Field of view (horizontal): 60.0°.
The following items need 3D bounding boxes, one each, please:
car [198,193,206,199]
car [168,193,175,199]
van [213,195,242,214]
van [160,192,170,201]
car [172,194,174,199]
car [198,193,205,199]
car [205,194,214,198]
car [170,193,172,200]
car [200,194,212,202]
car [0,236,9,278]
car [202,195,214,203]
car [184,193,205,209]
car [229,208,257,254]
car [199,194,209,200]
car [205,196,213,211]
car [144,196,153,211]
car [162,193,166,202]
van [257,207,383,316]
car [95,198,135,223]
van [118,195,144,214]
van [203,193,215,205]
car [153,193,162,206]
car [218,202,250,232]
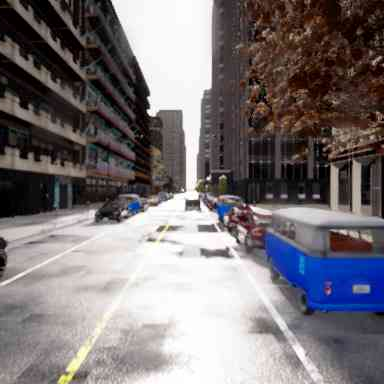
[{"bbox_3d":[2.681,0.974,86.420,1.967,1.590,4.097,0,0,0],"label":"car"},{"bbox_3d":[-5.700,1.041,91.911,1.752,1.417,4.829,0,0,0],"label":"car"},{"bbox_3d":[2.690,1.171,24.121,1.690,1.788,3.998,0,0,0],"label":"van"},{"bbox_3d":[-5.696,0.973,63.764,1.690,1.788,3.998,0,0,0],"label":"van"},{"bbox_3d":[-5.698,1.147,75.093,1.947,1.339,4.313,0,0,0],"label":"car"},{"bbox_3d":[2.680,1.060,92.083,1.887,1.381,4.507,0,0,0],"label":"car"},{"bbox_3d":[2.686,1.286,41.111,2.008,1.369,4.403,0,0,0],"label":"car"},{"bbox_3d":[-5.697,1.132,69.259,1.752,1.417,4.829,0,0,0],"label":"car"},{"bbox_3d":[2.684,1.183,63.766,2.008,1.369,4.403,0,0,0],"label":"car"},{"bbox_3d":[-5.689,1.514,7.132,1.947,1.339,4.313,0,0,0],"label":"car"},{"bbox_3d":[2.685,1.202,58.102,1.887,1.381,4.507,0,0,0],"label":"car"},{"bbox_3d":[0.096,1.232,39.824,2.128,1.511,4.902,0,0,0],"label":"car"},{"bbox_3d":[2.691,1.490,12.797,1.802,1.307,4.206,0,0,0],"label":"car"},{"bbox_3d":[2.682,1.126,75.094,1.887,1.381,4.507,0,0,0],"label":"car"},{"bbox_3d":[2.687,1.346,35.448,1.802,1.307,4.206,0,0,0],"label":"car"},{"bbox_3d":[-5.693,1.314,35.447,2.008,1.369,4.403,0,0,0],"label":"car"},{"bbox_3d":[-5.695,1.234,52.437,2.008,1.369,4.403,0,0,0],"label":"car"},{"bbox_3d":[2.692,1.289,7.132,1.690,1.788,3.998,0,0,0],"label":"van"},{"bbox_3d":[-5.691,1.395,24.121,1.947,1.339,4.313,0,0,0],"label":"car"},{"bbox_3d":[-5.691,1.136,29.784,1.690,1.788,3.998,0,0,0],"label":"van"},{"bbox_3d":[2.685,1.024,52.437,1.690,1.788,3.998,0,0,0],"label":"van"},{"bbox_3d":[-5.695,1.234,46.602,1.752,1.417,4.829,0,0,0],"label":"car"},{"bbox_3d":[2.690,1.450,18.459,1.802,1.307,4.206,0,0,0],"label":"car"}]
